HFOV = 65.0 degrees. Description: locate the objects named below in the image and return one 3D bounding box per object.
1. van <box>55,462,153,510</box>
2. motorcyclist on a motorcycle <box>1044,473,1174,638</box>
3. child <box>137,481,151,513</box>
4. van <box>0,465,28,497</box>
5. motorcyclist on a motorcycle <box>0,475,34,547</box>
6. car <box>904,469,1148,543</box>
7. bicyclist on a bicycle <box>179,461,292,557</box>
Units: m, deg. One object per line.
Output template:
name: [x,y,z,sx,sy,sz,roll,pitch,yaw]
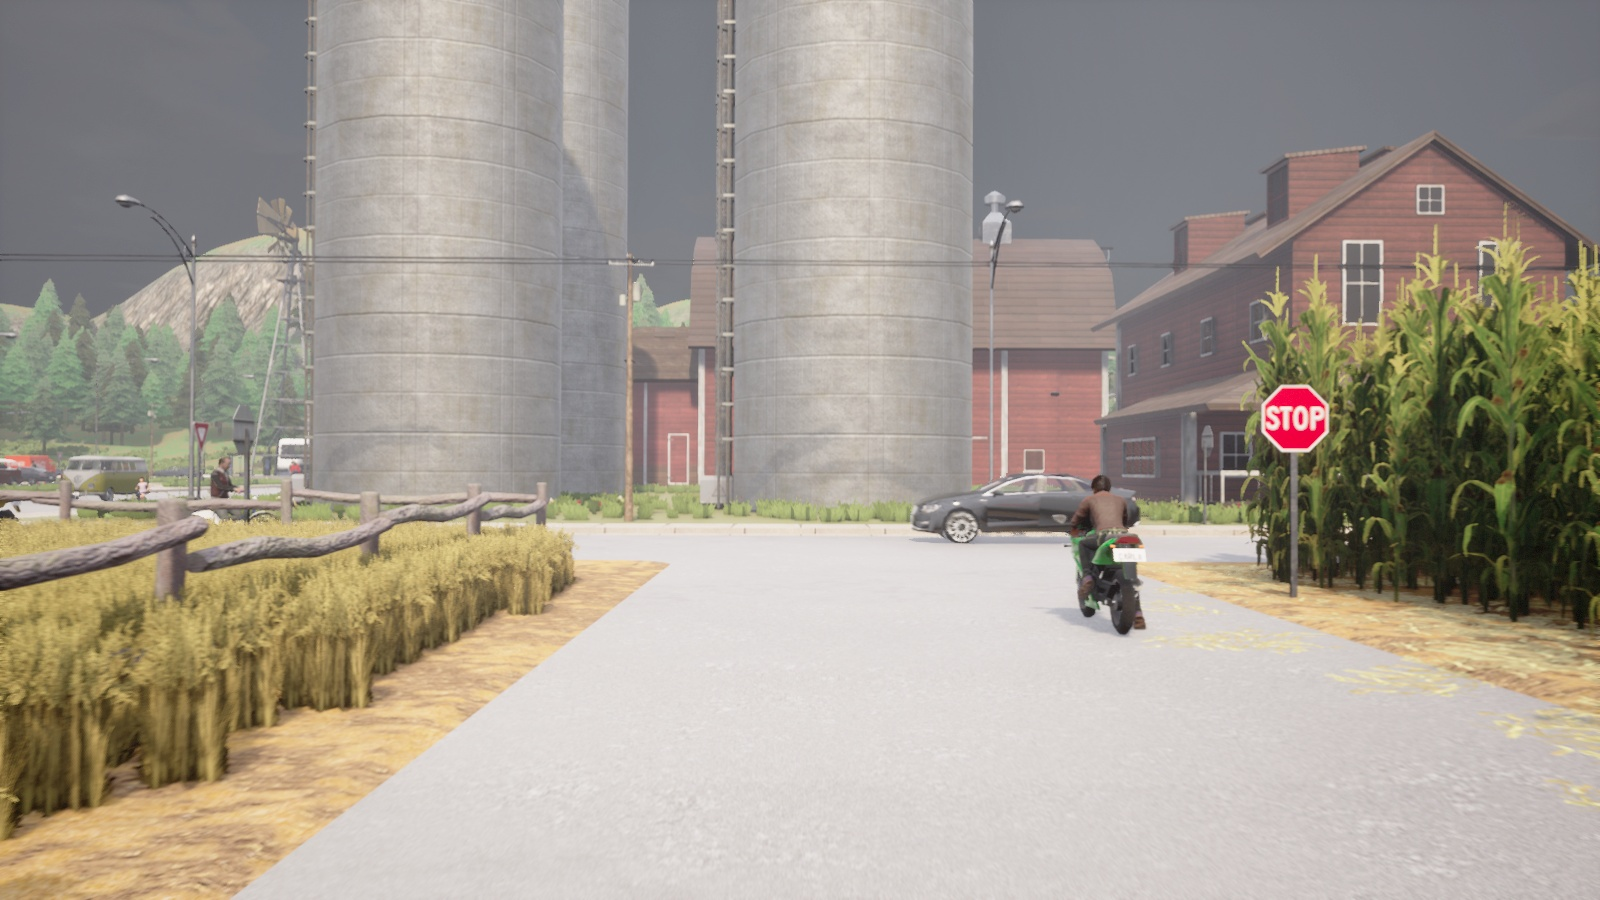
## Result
van: [-29.744,1.520,53.825,1.775,1.987,4.442,0,-1,-1]
motorcyclist on a motorcycle: [3.068,0.995,12.700,0.797,1.523,2.044,0,-1,0]
child: [-22.503,1.611,43.074,0.255,1.110,0.394,0,-1,3]
van: [-52.709,2.007,81.794,2.069,2.038,4.480,0,-1,-1]
motorcyclist on a motorcycle: [-17.923,1.302,27.297,2.044,1.523,0.797,1,-1,4]
car: [4.815,1.183,27.309,4.902,1.511,2.128,0,-1,0]
bicyclist on a bicycle: [-10.653,1.105,23.743,1.843,1.776,0.659,0,-1,0]
